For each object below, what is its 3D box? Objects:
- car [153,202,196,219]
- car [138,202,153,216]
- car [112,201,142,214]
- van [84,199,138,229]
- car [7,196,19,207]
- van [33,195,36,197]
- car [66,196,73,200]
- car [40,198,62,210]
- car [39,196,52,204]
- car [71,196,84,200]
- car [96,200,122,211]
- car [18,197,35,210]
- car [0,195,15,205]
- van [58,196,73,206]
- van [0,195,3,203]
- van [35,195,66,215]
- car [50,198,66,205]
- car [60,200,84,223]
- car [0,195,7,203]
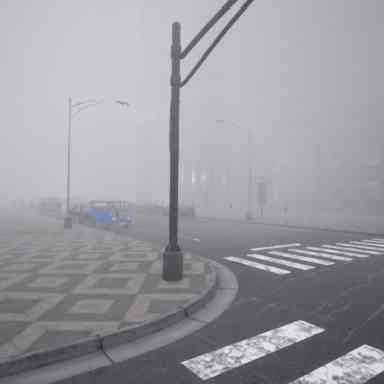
[{"bbox_3d":[-1.457,1.710,30.667,1.887,1.381,4.507,1,-1,-35],"label":"car"},{"bbox_3d":[-4.646,1.731,35.179,1.887,1.381,4.507,1,-1,-35],"label":"car"},{"bbox_3d":[-7.835,1.752,39.691,1.887,1.381,4.507,1,-1,-35],"label":"car"},{"bbox_3d":[-5.265,1.336,21.236,1.690,1.788,3.998,1,-1,-35],"label":"van"},{"bbox_3d":[-27.576,1.693,52.825,2.008,1.369,4.403,1,-1,-35],"label":"car"},{"bbox_3d":[-36.534,1.741,80.303,1.690,1.788,3.998,1,-1,-35],"label":"van"},{"bbox_3d":[-20.589,1.608,57.742,2.192,1.841,5.009,1,-1,-35],"label":"car"},{"bbox_3d":[-19.712,1.658,46.500,1.837,1.490,4.892,1,-1,-35],"label":"car"},{"bbox_3d":[-33.346,1.819,75.790,1.967,1.590,4.097,1,-1,-35],"label":"car"},{"bbox_3d":[-17.402,1.816,53.228,1.887,1.381,4.507,1,-1,-35],"label":"car"},{"bbox_3d":[-11.122,1.754,44.342,1.752,1.417,4.829,1,-1,-35],"label":"car"},{"bbox_3d":[-21.202,1.681,43.799,1.802,1.307,4.206,1,-1,-35],"label":"car"},{"bbox_3d":[-37.039,1.731,66.225,1.752,1.417,4.829,1,-1,-35],"label":"car"},{"bbox_3d":[-23.778,1.655,62.254,1.690,1.788,3.998,1,-1,-35],"label":"van"},{"bbox_3d":[-46.696,1.613,79.905,1.690,1.788,3.998,1,-1,-35],"label":"van"},{"bbox_3d":[-14.826,1.397,34.775,1.690,1.788,3.998,1,-1,-35],"label":"van"},{"bbox_3d":[-26.969,1.886,66.765,2.008,1.369,4.403,1,-1,-35],"label":"car"},{"bbox_3d":[-8.454,1.559,25.747,1.887,1.381,4.507,1,-1,-35],"label":"car"},{"bbox_3d":[-43.509,1.565,75.392,2.192,1.841,5.009,1,-1,-35],"label":"car"}]
